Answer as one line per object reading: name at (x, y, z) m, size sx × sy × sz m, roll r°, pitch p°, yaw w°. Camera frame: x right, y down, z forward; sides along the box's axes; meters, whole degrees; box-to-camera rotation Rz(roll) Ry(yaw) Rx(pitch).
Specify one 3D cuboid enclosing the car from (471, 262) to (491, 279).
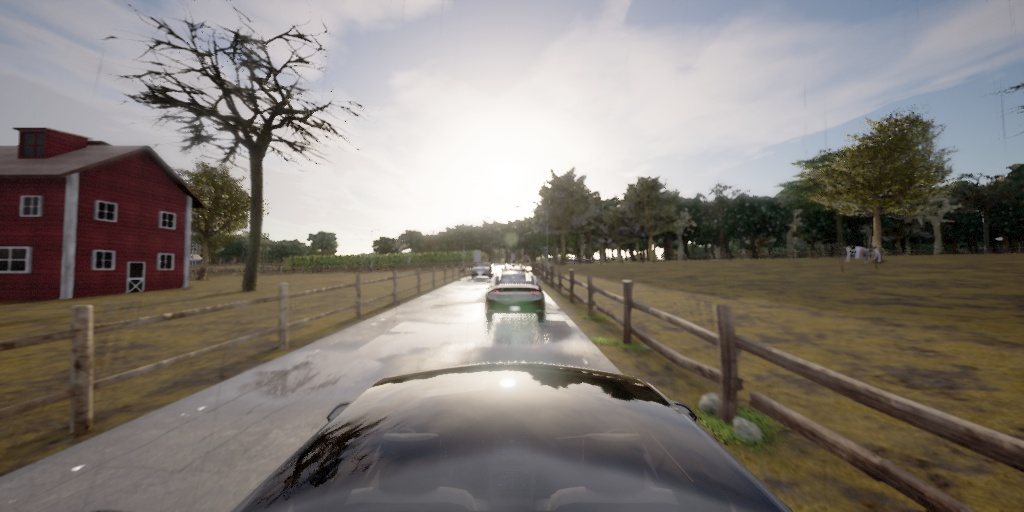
car at (-2.831, 1.379, 34.592) m, size 2.128 × 1.511 × 4.902 m, roll 0°, pitch 0°, yaw 0°

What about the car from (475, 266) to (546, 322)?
car at (0.094, 1.286, 12.530) m, size 2.128 × 1.511 × 4.902 m, roll 0°, pitch 0°, yaw 0°

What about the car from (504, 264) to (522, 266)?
car at (0.100, 1.350, 27.985) m, size 2.128 × 1.511 × 4.902 m, roll 0°, pitch 0°, yaw 0°
